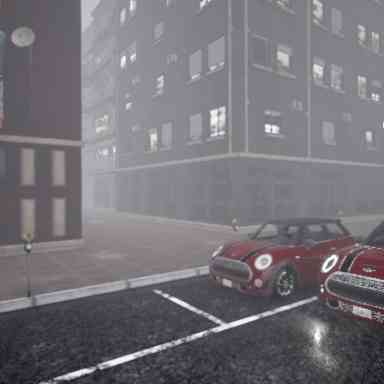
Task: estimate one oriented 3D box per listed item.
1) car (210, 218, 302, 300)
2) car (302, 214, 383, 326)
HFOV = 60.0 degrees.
[{"bbox_3d":[2.382,1.400,8.242,4.097,1.590,1.967,0,0,-35],"label":"car"},{"bbox_3d":[4.538,1.307,6.593,4.553,1.767,2.097,0,0,-35],"label":"car"}]
